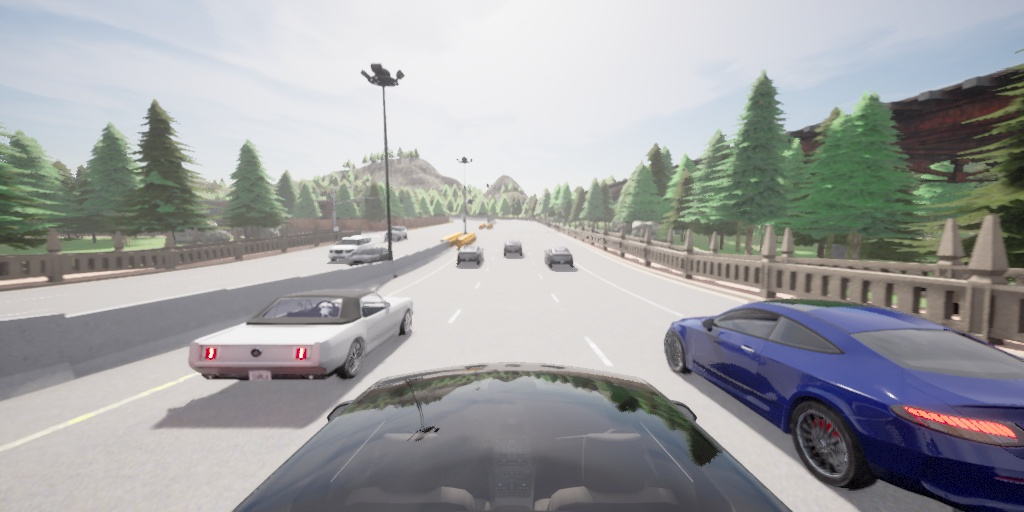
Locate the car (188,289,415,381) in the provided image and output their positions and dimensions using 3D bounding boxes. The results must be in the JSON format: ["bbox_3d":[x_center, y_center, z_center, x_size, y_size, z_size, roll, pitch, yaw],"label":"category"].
[{"bbox_3d":[-3.400,1.300,7.069,1.895,1.301,4.718,0,1,0],"label":"car"}]

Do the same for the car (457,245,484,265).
[{"bbox_3d":[-3.399,-0.179,29.768,2.128,1.511,4.902,0,6,0],"label":"car"}]

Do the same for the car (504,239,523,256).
[{"bbox_3d":[0.108,-0.957,36.479,2.128,1.511,4.902,0,7,0],"label":"car"}]

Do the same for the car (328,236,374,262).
[{"bbox_3d":[-14.082,-0.674,31.846,2.150,2.045,5.566,0,6,0],"label":"car"}]

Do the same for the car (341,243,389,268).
[{"bbox_3d":[-10.593,0.118,27.003,1.837,1.490,4.892,0,5,0],"label":"car"}]

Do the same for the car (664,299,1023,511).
[{"bbox_3d":[3.600,1.256,4.429,1.812,1.442,4.674,0,0,0],"label":"car"}]

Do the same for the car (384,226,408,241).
[{"bbox_3d":[-17.413,-3.401,54.083,2.150,2.045,5.566,0,7,0],"label":"car"}]

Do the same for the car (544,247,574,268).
[{"bbox_3d":[3.601,0.003,27.972,2.128,1.511,4.902,0,5,0],"label":"car"}]
